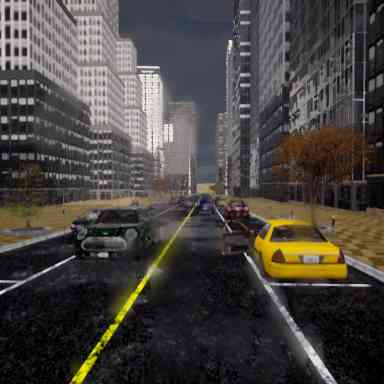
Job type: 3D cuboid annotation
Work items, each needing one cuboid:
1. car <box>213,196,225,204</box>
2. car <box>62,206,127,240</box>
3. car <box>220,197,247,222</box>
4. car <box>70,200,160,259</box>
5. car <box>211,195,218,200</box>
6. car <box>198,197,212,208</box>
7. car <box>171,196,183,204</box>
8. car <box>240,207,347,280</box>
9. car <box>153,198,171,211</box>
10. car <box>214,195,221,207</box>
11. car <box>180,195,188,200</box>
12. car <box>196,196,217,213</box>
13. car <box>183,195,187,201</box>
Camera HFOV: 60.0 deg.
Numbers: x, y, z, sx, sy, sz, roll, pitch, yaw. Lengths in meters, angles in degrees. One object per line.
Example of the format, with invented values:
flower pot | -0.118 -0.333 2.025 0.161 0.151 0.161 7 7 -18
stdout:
car | 5.082 1.557 62.491 1.947 1.339 4.313 -1 0 2
car | -5.034 1.541 17.849 2.008 1.369 4.403 -1 0 2
car | 3.773 1.428 28.767 1.967 1.590 4.097 -1 0 2
car | -2.638 1.344 12.447 2.097 1.767 4.553 0 0 2
car | 6.176 1.533 90.764 1.752 1.417 4.829 -1 0 2
car | 1.924 1.492 48.701 1.837 1.490 4.892 0 0 3
car | -3.294 1.432 62.816 1.967 1.590 4.097 -1 0 2
car | 2.714 1.450 9.859 1.801 1.575 5.366 0 0 2
car | -4.163 1.538 40.332 2.008 1.369 4.403 -1 0 2
car | 4.653 1.513 51.421 1.752 1.417 4.829 -1 0 2
car | -2.203 1.590 90.919 1.802 1.307 4.206 -1 0 2
car | 1.475 1.512 36.633 1.812 1.442 4.674 0 0 3
car | -2.639 1.545 79.678 1.887 1.381 4.507 -1 0 2
